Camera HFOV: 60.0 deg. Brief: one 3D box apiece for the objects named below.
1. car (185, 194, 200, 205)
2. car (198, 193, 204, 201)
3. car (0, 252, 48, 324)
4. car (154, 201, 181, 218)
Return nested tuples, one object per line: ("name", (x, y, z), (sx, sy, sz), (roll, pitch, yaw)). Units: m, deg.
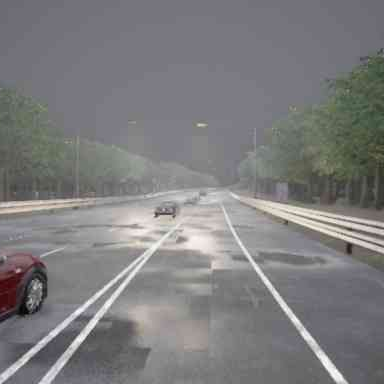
("car", (-0.220, 1.496, 56.864), (2.033, 1.411, 5.357), (0, 0, 4))
("car", (1.011, 1.406, 73.922), (1.895, 1.301, 4.718), (0, 1, 4))
("car", (-3.980, 1.341, 4.725), (2.097, 1.767, 4.553), (0, 0, 4))
("car", (-2.167, 1.522, 29.872), (2.033, 1.411, 5.357), (0, 0, 4))
